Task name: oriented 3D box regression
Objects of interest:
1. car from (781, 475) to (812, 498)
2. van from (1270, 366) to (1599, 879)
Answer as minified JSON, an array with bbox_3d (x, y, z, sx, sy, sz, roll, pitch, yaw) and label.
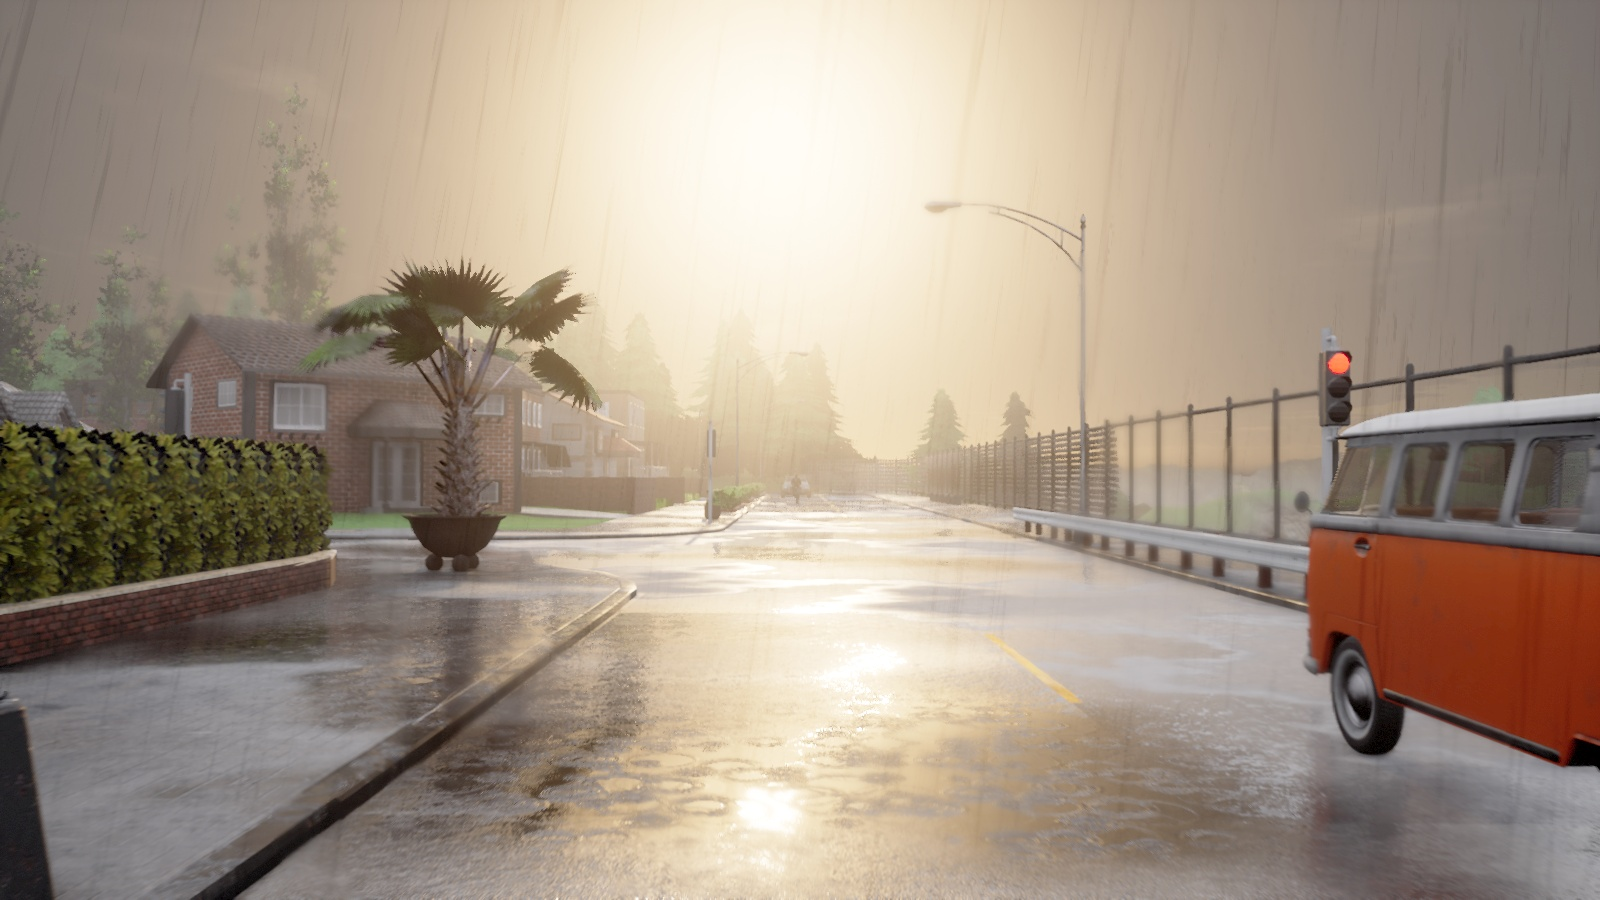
[{"bbox_3d":[-0.272,2.677,93.255,2.242,1.667,4.611,0,-1,0],"label":"car"},{"bbox_3d":[3.983,0.689,6.010,1.775,1.987,4.442,0,-1,0],"label":"van"}]
